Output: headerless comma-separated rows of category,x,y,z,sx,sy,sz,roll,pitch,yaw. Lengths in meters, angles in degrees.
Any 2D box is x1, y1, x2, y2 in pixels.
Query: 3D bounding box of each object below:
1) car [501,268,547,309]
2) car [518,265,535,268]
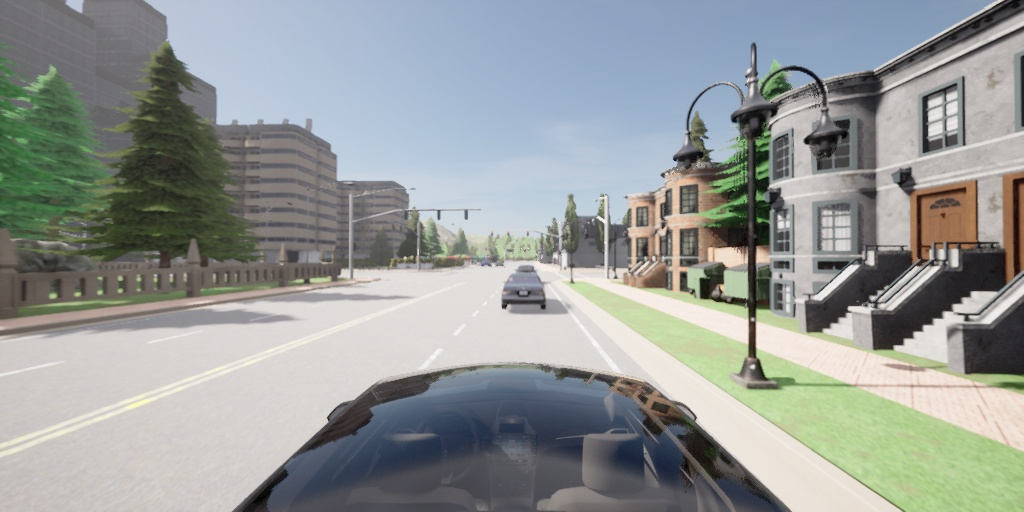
car,0.533,1.428,15.687,2.033,1.411,5.357,0,0,3
car,1.266,1.531,30.971,1.837,1.490,4.892,0,0,5
